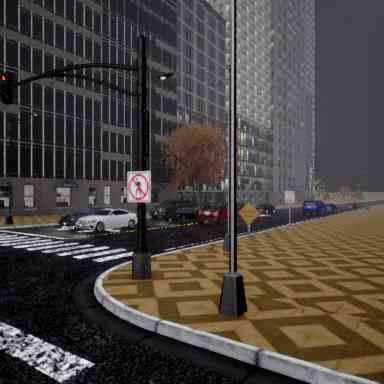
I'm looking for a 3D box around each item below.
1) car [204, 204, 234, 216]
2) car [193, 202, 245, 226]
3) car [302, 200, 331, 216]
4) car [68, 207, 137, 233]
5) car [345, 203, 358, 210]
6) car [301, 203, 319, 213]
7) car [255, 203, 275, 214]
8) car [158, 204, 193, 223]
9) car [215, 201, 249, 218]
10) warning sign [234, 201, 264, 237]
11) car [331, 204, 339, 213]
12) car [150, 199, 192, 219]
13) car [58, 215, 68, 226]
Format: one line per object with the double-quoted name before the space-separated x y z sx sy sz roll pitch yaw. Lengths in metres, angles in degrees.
"car" 3.515 2.288 42.470 1.895 1.301 4.718 0 -1 33
"car" 2.376 1.823 28.370 2.097 1.767 4.553 0 -1 33
"car" 16.225 2.065 43.951 2.150 2.045 5.566 0 -1 35
"car" -5.588 1.827 22.437 1.812 1.442 4.674 0 -1 33
"car" 31.569 2.837 65.674 1.812 1.442 4.674 0 -1 33
"car" 19.616 2.563 55.068 1.812 1.442 4.674 0 -1 33
"car" 10.187 2.325 46.757 1.837 1.490 4.892 0 -1 33
"car" -0.634 2.065 30.075 1.895 1.301 4.718 0 -1 33
"car" 4.682 1.992 38.291 2.097 1.767 4.553 0 -1 33
"warning sign" 3.177 1.454 18.525 1.300 1.860 1.060 1 1 33
"car" 21.979 2.558 52.921 1.812 1.442 4.674 0 -1 33
"car" -1.935 1.729 34.046 2.150 2.045 5.566 0 -1 33
"car" -7.464 1.873 25.489 2.033 1.411 5.357 0 -1 33
